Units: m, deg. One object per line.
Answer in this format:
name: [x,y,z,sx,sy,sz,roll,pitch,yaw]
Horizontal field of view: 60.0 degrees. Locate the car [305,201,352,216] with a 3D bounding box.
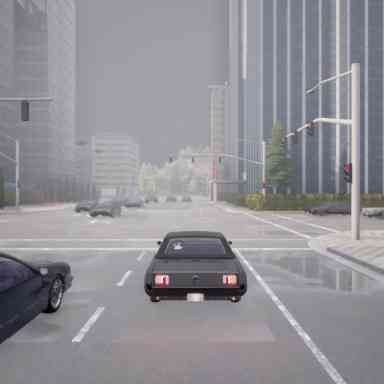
car: [13.584,1.551,31.594,5.357,1.411,2.033,0,0,-3]

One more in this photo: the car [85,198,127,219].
car: [-7.536,1.551,29.690,2.033,1.411,5.357,0,0,-1]

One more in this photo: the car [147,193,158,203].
car: [-8.131,1.231,67.494,2.150,2.045,5.566,0,0,-1]

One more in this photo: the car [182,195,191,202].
car: [-1.228,1.561,75.031,1.994,1.385,4.181,0,0,-1]

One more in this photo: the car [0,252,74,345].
car: [-3.436,1.548,4.590,2.033,1.411,5.357,0,0,0]

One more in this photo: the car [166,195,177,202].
car: [-4.718,1.508,74.570,1.837,1.490,4.892,0,0,-1]

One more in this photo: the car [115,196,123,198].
car: [-11.488,1.357,53.438,2.097,1.767,4.553,0,0,-1]

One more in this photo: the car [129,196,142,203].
car: [-11.634,1.567,68.517,1.994,1.385,4.181,0,0,-1]

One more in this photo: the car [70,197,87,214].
car: [-11.197,1.551,36.476,2.033,1.411,5.357,0,0,-1]

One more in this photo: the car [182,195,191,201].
car: [-1.385,1.549,84.806,2.033,1.411,5.357,0,0,-1]

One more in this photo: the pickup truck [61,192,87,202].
pickup truck: [-24.768,1.066,69.243,2.390,2.098,6.274,0,0,30]

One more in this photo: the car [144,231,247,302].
car: [0.067,1.602,8.186,1.895,1.301,4.718,0,0,0]

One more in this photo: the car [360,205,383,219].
car: [16.939,1.604,28.087,4.718,1.301,1.895,0,0,0]

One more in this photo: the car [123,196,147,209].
car: [-7.878,1.483,45.907,1.882,1.535,5.008,0,0,-1]

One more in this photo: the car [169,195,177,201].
car: [-4.885,1.533,84.738,1.812,1.442,4.674,0,0,-1]
